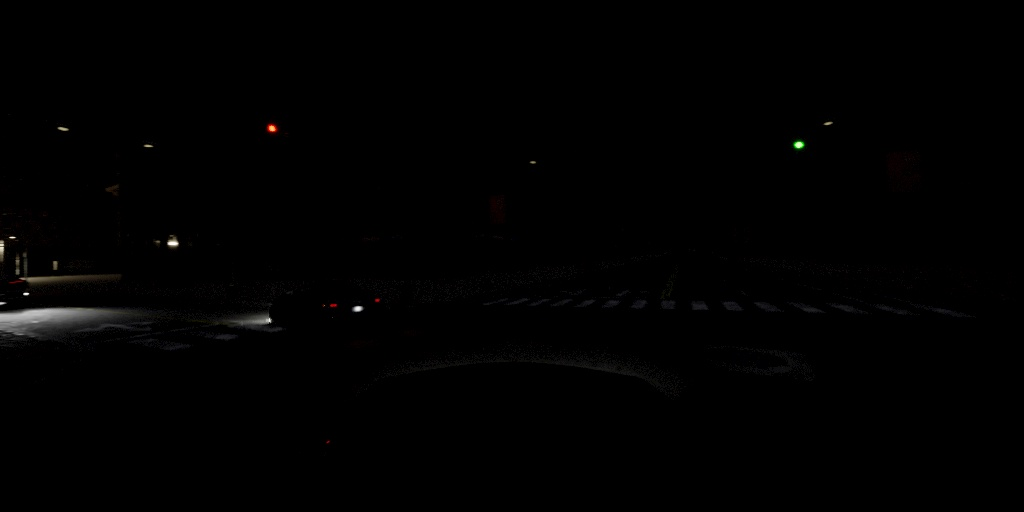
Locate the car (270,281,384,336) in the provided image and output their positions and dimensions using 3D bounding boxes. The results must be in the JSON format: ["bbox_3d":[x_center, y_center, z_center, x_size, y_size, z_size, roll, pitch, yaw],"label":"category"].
[{"bbox_3d":[-5.873,1.492,11.274,4.181,1.385,1.994,-2,-1,39],"label":"car"}]

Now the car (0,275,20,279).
[{"bbox_3d":[-40.795,2.290,28.560,5.008,1.535,1.882,-1,0,26],"label":"car"}]

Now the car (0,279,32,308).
[{"bbox_3d":[-26.729,2.039,18.360,4.718,1.301,1.895,-1,0,26],"label":"car"}]
